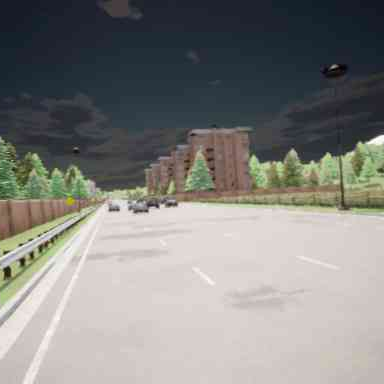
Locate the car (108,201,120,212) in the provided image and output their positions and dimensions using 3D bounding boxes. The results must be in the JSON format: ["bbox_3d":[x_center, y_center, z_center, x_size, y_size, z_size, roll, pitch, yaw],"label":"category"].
[{"bbox_3d":[-13.866,2.833,59.419,1.994,1.385,4.181,-3,0,-14],"label":"car"}]

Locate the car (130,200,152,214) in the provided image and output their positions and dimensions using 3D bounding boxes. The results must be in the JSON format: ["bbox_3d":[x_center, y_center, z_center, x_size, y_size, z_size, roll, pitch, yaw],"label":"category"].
[{"bbox_3d":[-7.470,2.362,48.471,1.994,1.385,4.181,-3,0,-14],"label":"car"}]

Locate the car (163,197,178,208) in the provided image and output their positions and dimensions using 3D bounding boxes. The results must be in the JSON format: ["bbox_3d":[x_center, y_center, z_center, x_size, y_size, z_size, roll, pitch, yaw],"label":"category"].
[{"bbox_3d":[-3.937,2.158,62.901,1.882,1.535,5.008,-3,0,-14],"label":"car"}]

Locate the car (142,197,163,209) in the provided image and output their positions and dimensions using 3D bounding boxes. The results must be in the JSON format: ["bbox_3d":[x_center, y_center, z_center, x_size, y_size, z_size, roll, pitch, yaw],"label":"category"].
[{"bbox_3d":[-7.446,2.114,62.461,2.150,2.045,5.566,-3,0,-14],"label":"car"}]

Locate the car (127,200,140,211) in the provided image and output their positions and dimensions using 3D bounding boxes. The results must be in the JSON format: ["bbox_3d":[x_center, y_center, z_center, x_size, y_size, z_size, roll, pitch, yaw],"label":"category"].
[{"bbox_3d":[-10.656,2.646,60.985,1.994,1.385,4.181,-3,0,-14],"label":"car"}]
